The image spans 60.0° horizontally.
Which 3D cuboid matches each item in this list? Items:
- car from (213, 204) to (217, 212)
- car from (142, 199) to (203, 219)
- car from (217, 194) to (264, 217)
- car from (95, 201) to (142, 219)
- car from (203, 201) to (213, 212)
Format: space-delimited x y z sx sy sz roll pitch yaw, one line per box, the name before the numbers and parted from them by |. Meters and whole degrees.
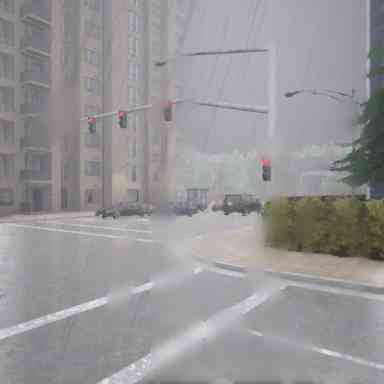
car | 4.076 1.601 37.132 1.895 1.301 4.718 0 0 36
car | -1.579 1.547 29.389 2.033 1.411 5.357 0 0 36
car | 4.997 1.221 32.139 2.150 2.045 5.566 0 0 36
car | -5.915 1.547 29.383 2.033 1.411 5.357 0 0 36
car | -0.223 1.491 37.181 2.128 1.511 4.902 0 0 36
